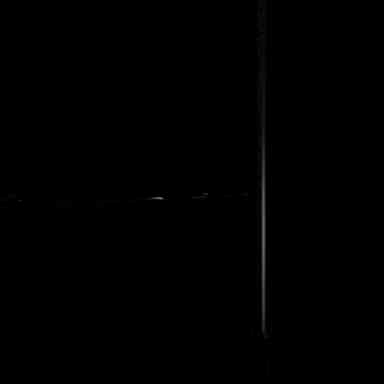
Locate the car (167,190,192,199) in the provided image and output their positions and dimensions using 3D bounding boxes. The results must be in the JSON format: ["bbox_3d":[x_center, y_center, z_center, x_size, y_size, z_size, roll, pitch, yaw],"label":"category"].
[{"bbox_3d":[-1.859,0.418,58.714,1.994,1.385,4.181,2,2,36],"label":"car"}]

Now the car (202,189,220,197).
[{"bbox_3d":[3.888,0.154,66.868,2.128,1.511,4.902,2,2,35],"label":"car"}]

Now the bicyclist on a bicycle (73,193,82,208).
[{"bbox_3d":[-12.683,0.924,36.682,1.656,1.620,0.582,0,1,35],"label":"bicyclist on a bicycle"}]

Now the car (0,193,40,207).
[{"bbox_3d":[-20.334,0.903,39.027,1.812,1.442,4.674,2,2,35],"label":"car"}]

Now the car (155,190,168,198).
[{"bbox_3d":[-4.764,0.339,60.828,1.994,1.385,4.181,2,2,36],"label":"car"}]
